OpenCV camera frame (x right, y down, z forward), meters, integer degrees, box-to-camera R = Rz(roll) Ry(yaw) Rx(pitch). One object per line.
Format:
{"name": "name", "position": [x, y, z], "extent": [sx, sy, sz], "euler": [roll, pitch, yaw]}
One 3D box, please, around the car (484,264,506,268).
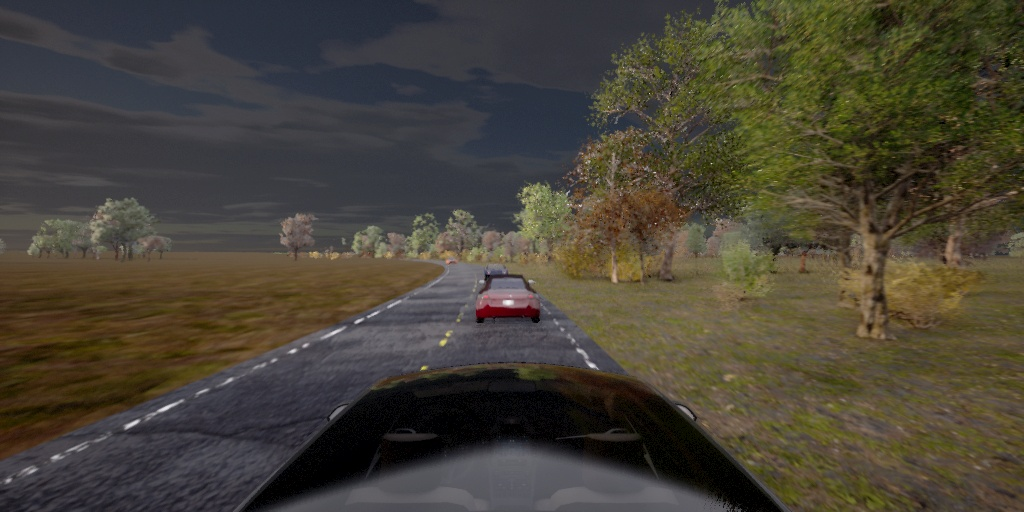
{"name": "car", "position": [-1.411, 1.300, 29.973], "extent": [1.895, 1.301, 4.718], "euler": [0, 0, -6]}

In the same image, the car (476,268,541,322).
{"name": "car", "position": [-0.179, 1.296, 12.232], "extent": [1.994, 1.385, 4.181], "euler": [0, 0, -2]}
